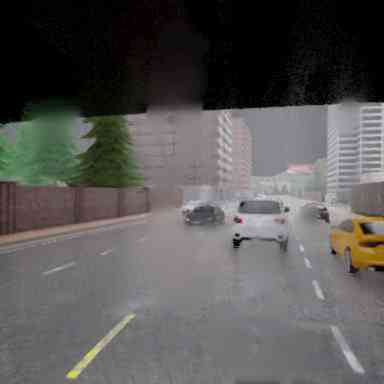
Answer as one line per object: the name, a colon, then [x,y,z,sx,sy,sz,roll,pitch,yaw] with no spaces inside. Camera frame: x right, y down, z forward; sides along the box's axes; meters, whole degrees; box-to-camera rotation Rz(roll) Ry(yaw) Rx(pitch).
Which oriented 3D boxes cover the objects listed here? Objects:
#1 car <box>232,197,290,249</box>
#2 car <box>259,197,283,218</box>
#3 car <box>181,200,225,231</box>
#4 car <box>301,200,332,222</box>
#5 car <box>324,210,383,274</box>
car: [3.149,1.255,14.963,2.150,2.045,5.566,1,0,15]
car: [7.769,1.434,32.492,2.097,1.767,4.553,1,0,15]
car: [0.887,1.515,20.934,1.837,1.490,4.892,1,0,15]
car: [9.873,1.629,26.835,1.812,1.442,4.674,1,0,15]
car: [5.662,1.537,10.582,1.882,1.535,5.008,1,0,14]
